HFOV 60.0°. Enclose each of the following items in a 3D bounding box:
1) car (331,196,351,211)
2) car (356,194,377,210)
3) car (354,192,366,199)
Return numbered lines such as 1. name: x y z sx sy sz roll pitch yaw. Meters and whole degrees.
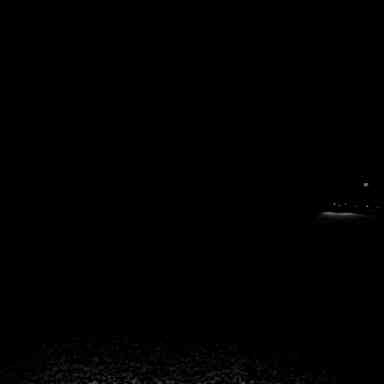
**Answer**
1. car: 17.458 1.236 38.986 1.837 1.490 4.892 1 1 28
2. car: 22.153 1.374 42.104 1.837 1.490 4.892 0 2 27
3. car: 30.318 0.740 59.757 1.895 1.301 4.718 1 4 22
